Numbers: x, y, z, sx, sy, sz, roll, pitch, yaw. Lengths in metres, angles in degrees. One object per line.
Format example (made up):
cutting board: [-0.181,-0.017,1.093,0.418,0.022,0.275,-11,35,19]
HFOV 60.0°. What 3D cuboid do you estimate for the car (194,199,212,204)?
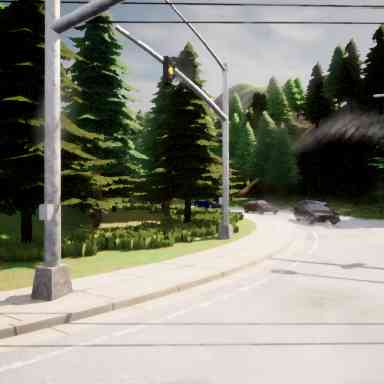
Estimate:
car: [2.225,1.478,43.626,1.882,1.535,5.008,0,0,-33]

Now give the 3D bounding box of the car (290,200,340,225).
car: [9.025,1.547,24.582,2.033,1.411,5.357,0,0,1]

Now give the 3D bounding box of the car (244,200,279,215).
car: [7.048,1.526,34.579,1.812,1.442,4.674,0,0,-21]
